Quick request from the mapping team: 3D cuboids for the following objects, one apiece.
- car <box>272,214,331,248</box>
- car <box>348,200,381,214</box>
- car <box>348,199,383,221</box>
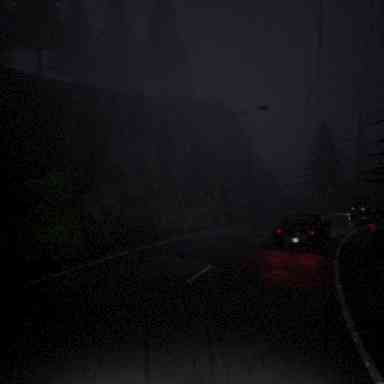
[{"bbox_3d":[5.180,1.638,15.236,1.895,1.301,4.718,1,0,28],"label":"car"},{"bbox_3d":[19.696,1.702,37.976,4.674,1.442,1.812,1,0,-42],"label":"car"},{"bbox_3d":[15.531,1.480,28.915,2.097,1.767,4.553,1,0,44],"label":"car"}]
